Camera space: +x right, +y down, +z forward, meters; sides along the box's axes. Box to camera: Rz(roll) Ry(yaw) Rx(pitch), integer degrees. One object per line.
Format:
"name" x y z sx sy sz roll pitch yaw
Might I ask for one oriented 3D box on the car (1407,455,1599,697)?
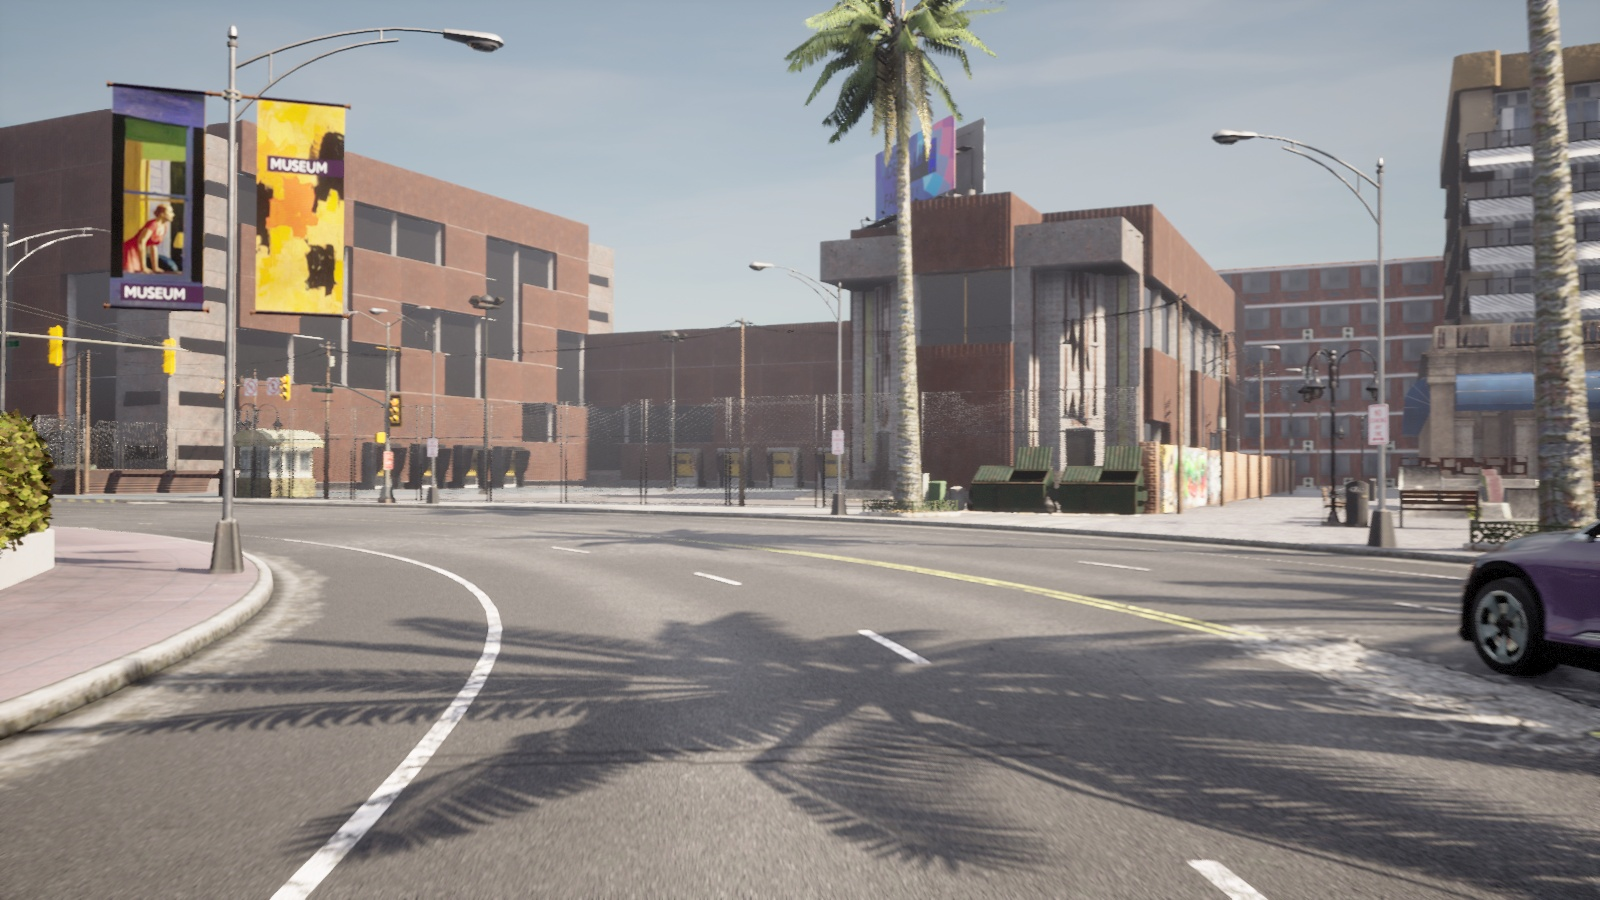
"car" 6.485 0.855 8.457 2.033 1.649 4.856 0 -1 -6
